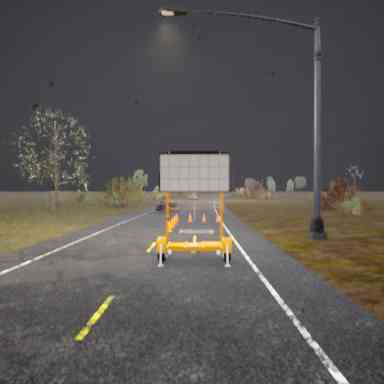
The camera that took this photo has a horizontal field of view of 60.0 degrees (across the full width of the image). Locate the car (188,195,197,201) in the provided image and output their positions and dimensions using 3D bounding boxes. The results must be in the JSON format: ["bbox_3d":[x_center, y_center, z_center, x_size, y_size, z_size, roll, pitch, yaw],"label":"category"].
[{"bbox_3d":[0.125,1.278,76.587,1.895,1.301,4.718,0,0,5],"label":"car"}]

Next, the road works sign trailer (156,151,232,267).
[{"bbox_3d":[0.088,0.423,11.270,2.380,3.560,2.880,0,0,1],"label":"road works sign trailer"}]

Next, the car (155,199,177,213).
[{"bbox_3d":[-2.755,1.470,35.560,1.895,1.301,4.718,0,0,3],"label":"car"}]
